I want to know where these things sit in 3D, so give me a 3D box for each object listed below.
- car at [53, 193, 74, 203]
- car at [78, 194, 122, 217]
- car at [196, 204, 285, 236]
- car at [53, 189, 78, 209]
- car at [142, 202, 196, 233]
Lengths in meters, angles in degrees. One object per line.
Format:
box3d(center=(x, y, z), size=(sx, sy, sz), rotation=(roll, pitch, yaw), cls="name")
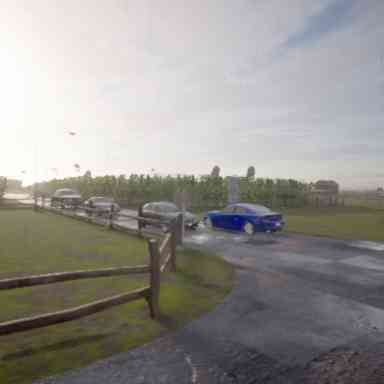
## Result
box3d(center=(-19.009, 0.830, 49.127), size=(1.994, 1.385, 4.181), rotation=(0, 1, -35), cls="car")
box3d(center=(-7.421, 1.177, 27.448), size=(2.128, 1.511, 4.902), rotation=(0, 1, -35), cls="car")
box3d(center=(2.665, 1.380, 18.091), size=(1.882, 1.535, 5.008), rotation=(-1, 2, -38), cls="car")
box3d(center=(-13.448, 0.730, 36.061), size=(2.150, 2.045, 5.566), rotation=(0, 1, -35), cls="car")
box3d(center=(-1.454, 1.366, 18.864), size=(1.837, 1.490, 4.892), rotation=(0, 1, -34), cls="car")
